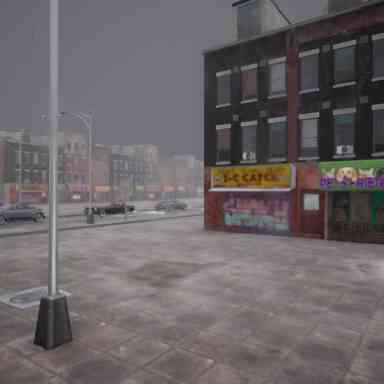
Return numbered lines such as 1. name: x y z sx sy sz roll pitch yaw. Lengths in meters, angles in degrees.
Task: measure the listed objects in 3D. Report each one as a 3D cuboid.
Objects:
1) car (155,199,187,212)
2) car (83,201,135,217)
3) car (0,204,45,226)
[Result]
1. car: -2.363 1.450 37.863 1.994 1.385 4.181 0 0 35
2. car: -7.556 1.519 30.516 1.895 1.301 4.718 0 0 36
3. car: -12.598 1.515 23.380 1.994 1.385 4.181 0 0 36
